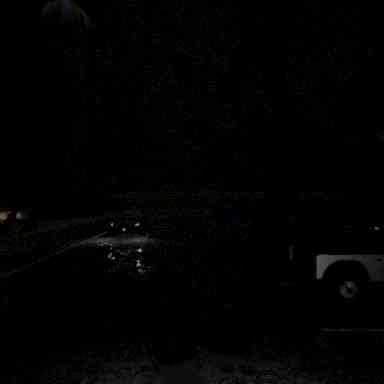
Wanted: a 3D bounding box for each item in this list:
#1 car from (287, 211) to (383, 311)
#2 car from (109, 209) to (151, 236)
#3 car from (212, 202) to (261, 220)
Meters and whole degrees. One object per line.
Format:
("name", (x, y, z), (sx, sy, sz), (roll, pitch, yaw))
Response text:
("car", (4.074, 1.391, 7.377), (3.866, 1.878, 1.905), (0, -1, 1))
("car", (-3.571, 1.732, 19.815), (1.812, 1.442, 4.674), (0, -1, 0))
("car", (4.207, 1.809, 31.579), (4.611, 1.667, 2.242), (0, -1, 1))
